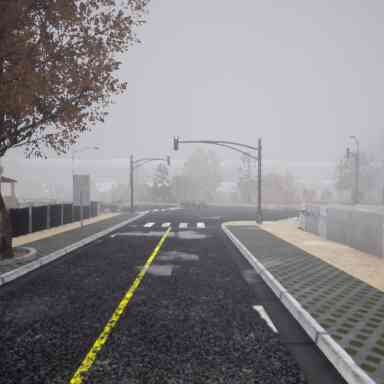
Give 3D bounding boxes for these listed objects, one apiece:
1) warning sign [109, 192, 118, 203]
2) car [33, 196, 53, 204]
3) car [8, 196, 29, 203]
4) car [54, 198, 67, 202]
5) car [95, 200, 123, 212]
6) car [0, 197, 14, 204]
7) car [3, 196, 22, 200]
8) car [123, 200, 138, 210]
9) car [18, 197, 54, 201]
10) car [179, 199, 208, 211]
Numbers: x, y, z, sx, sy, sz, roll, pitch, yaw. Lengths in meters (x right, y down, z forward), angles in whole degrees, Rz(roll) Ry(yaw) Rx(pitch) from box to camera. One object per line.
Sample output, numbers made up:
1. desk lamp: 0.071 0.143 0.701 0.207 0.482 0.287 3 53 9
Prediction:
1. warning sign: -14.245 0.995 60.261 1.060 1.860 1.300 2 1 36
2. car: -30.857 1.659 68.792 4.181 1.385 1.994 -1 2 36
3. car: -38.960 1.611 74.676 4.902 1.511 2.128 -1 2 36
4. car: -22.421 1.699 54.525 5.008 1.535 1.882 0 2 36
5. car: -11.527 1.821 42.579 4.718 1.301 1.895 0 2 36
6. car: -40.869 1.735 72.048 5.357 1.411 2.033 -1 2 36
7. car: -35.494 1.921 64.134 4.718 1.301 1.895 -1 2 36
8. car: -9.577 1.711 45.178 4.718 1.301 1.895 0 2 36
9. car: -24.513 1.880 52.026 5.357 1.411 2.033 0 2 36
10. car: 0.074 1.551 41.388 1.895 1.301 4.718 -2 1 -27
